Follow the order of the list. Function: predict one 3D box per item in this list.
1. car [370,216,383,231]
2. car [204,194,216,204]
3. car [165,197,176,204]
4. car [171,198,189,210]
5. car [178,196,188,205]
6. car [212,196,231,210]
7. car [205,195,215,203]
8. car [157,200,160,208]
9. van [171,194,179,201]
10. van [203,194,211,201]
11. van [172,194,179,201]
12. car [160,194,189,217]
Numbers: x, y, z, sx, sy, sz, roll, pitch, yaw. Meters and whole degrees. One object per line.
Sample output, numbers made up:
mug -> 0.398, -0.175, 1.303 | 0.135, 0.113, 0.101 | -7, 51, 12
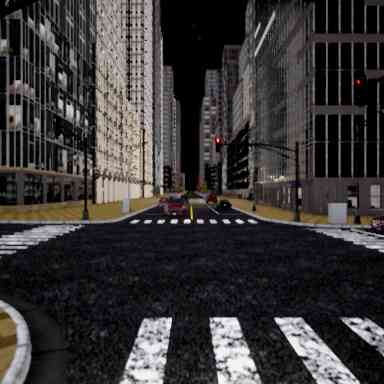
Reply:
car -> 13.605, 1.798, 20.668 | 4.674, 1.442, 1.812 | 1, 0, -3
car -> 3.778, 1.321, 64.036 | 2.192, 1.841, 5.009 | 0, 0, 0
car -> -4.102, 1.572, 64.003 | 1.947, 1.339, 4.313 | 0, 0, 0
car -> -1.536, 1.566, 43.799 | 2.033, 1.411, 5.357 | 0, 0, 1
car -> -1.583, 1.534, 61.237 | 1.812, 1.442, 4.674 | 0, 0, 0
car -> 3.922, 1.584, 41.927 | 1.947, 1.339, 4.313 | 0, 0, 0
car -> 3.754, 1.441, 69.565 | 1.967, 1.590, 4.097 | 0, 0, 0
car -> -4.031, 1.599, 47.420 | 1.802, 1.307, 4.206 | 0, 0, 0
van -> -4.174, 1.331, 80.585 | 1.690, 1.788, 3.998 | 0, 0, 0
van -> 3.706, 1.331, 80.619 | 1.690, 1.788, 3.998 | 0, 0, 0
van -> -4.198, 1.326, 86.113 | 1.690, 1.788, 3.998 | 0, 0, 0
car -> -1.524, 1.374, 31.927 | 2.097, 1.767, 4.553 | 0, 0, 1
